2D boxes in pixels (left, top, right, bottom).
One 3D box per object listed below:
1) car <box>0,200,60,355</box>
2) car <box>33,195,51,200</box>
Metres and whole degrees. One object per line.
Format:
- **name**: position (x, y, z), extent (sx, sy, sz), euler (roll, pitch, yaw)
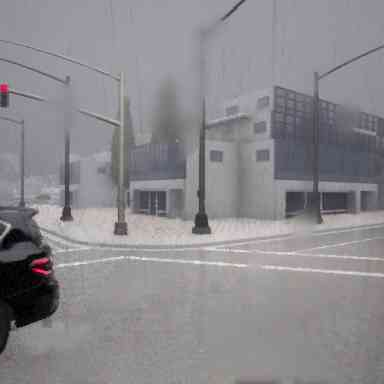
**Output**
- **car**: position (-4.557, 1.218, 3.967), extent (5.566, 2.045, 2.150), euler (0, 0, -37)
- **car**: position (-37.292, 1.409, 82.490), extent (4.892, 1.490, 1.837), euler (0, 0, 25)
